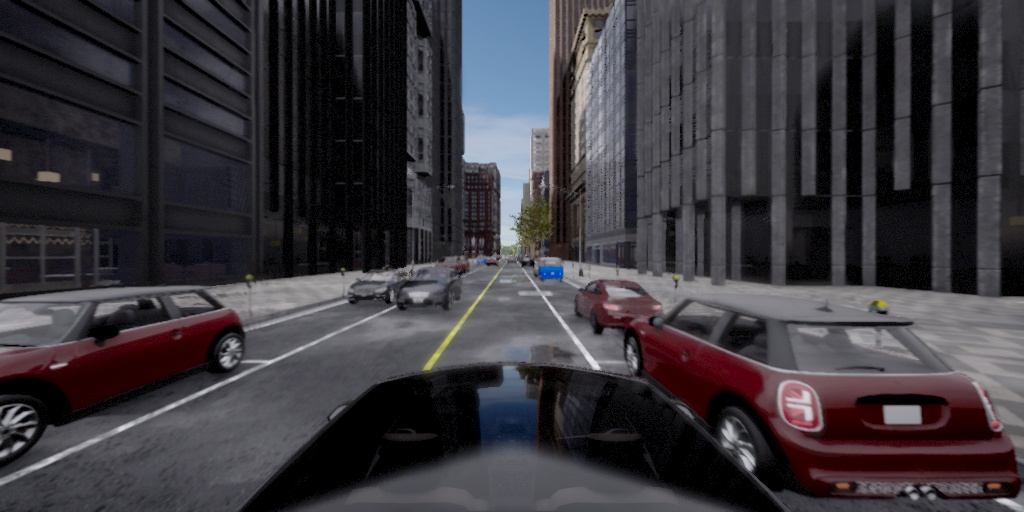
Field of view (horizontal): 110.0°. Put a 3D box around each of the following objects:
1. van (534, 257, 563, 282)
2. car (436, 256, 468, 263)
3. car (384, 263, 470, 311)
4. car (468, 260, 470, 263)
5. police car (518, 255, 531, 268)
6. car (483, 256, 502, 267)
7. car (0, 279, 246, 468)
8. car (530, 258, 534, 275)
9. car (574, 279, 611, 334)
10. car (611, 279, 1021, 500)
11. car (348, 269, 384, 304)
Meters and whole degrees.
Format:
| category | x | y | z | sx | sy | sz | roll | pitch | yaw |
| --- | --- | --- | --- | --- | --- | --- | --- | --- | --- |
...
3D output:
| category | x | y | z | sx | sy | sz | roll | pitch | yaw |
| --- | --- | --- | --- | --- | --- | --- | --- | --- | --- |
| van | 2.858 | 0.992 | 27.129 | 1.690 | 1.789 | 3.998 | 0 | 0 | 0 |
| car | -5.667 | 0.938 | 32.792 | 2.192 | 1.841 | 5.009 | 0 | 0 | 0 |
| car | -3.100 | 1.197 | 14.330 | 2.128 | 1.511 | 4.902 | 0 | 0 | 0 |
| car | -5.667 | 0.909 | 38.432 | 2.192 | 1.841 | 5.009 | 0 | 0 | 0 |
| police car | 2.368 | 0.932 | 54.017 | 1.930 | 1.638 | 5.238 | 0 | 0 | 0 |
| car | -3.047 | 1.096 | 56.419 | 1.895 | 1.301 | 4.718 | 0 | 0 | 1 |
| car | -5.668 | 1.180 | 4.593 | 1.967 | 1.591 | 4.097 | 0 | 0 | 0 |
| car | 2.859 | 1.149 | 32.941 | 1.751 | 1.417 | 4.829 | 0 | 0 | 0 |
| car | 2.857 | 1.302 | 10.209 | 1.802 | 1.307 | 4.207 | 0 | 0 | 0 |
| car | 2.857 | 1.180 | 4.568 | 1.967 | 1.591 | 4.097 | 0 | 0 | 0 |
| car | -5.668 | 1.250 | 15.872 | 2.007 | 1.370 | 4.403 | 0 | 0 | 0 |
